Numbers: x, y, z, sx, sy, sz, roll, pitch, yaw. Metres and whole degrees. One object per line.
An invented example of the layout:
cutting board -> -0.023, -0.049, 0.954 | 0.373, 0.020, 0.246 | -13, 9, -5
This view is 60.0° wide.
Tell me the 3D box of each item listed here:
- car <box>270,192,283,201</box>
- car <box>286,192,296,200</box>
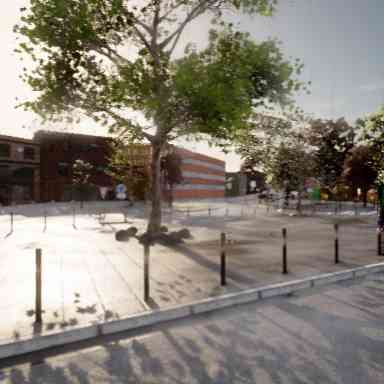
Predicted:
car -> 20.269, 1.283, 79.261 | 1.837, 1.490, 4.892 | 0, 0, 4
car -> 25.246, 1.058, 85.192 | 2.150, 2.045, 5.566 | 1, 0, 19
